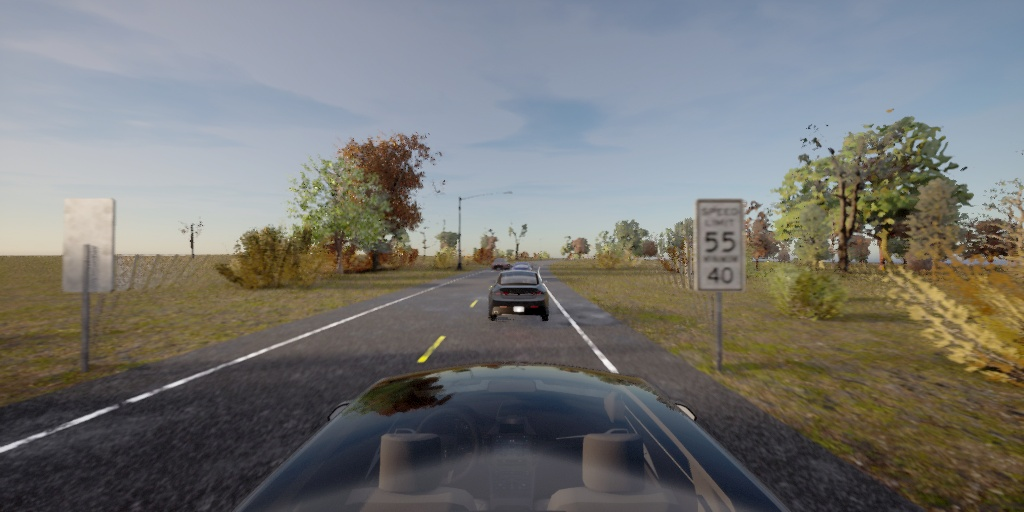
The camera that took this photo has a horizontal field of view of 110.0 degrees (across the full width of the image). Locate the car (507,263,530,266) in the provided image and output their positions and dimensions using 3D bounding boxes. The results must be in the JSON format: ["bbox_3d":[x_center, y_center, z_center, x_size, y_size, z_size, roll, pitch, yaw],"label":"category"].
[{"bbox_3d":[0.837,1.277,30.787,1.812,1.442,4.674,0,0,3],"label":"car"}]

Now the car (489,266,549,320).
[{"bbox_3d":[0.231,1.257,12.559,1.837,1.490,4.892,0,0,1],"label":"car"}]

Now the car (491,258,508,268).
[{"bbox_3d":[-1.632,1.101,49.714,2.097,1.767,4.553,0,0,5],"label":"car"}]
